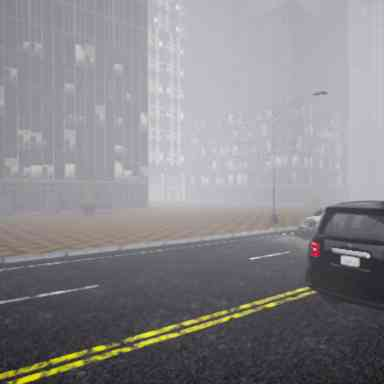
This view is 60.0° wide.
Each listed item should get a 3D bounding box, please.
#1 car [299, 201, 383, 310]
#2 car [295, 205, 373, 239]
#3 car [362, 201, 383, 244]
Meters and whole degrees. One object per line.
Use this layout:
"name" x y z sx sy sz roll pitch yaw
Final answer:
"car" 4.696 1.200 6.961 5.566 2.045 2.150 0 0 -37
"car" 7.634 1.484 17.686 4.674 1.442 1.812 0 0 -38
"car" 10.056 1.306 15.466 4.553 1.767 2.097 0 0 -38
